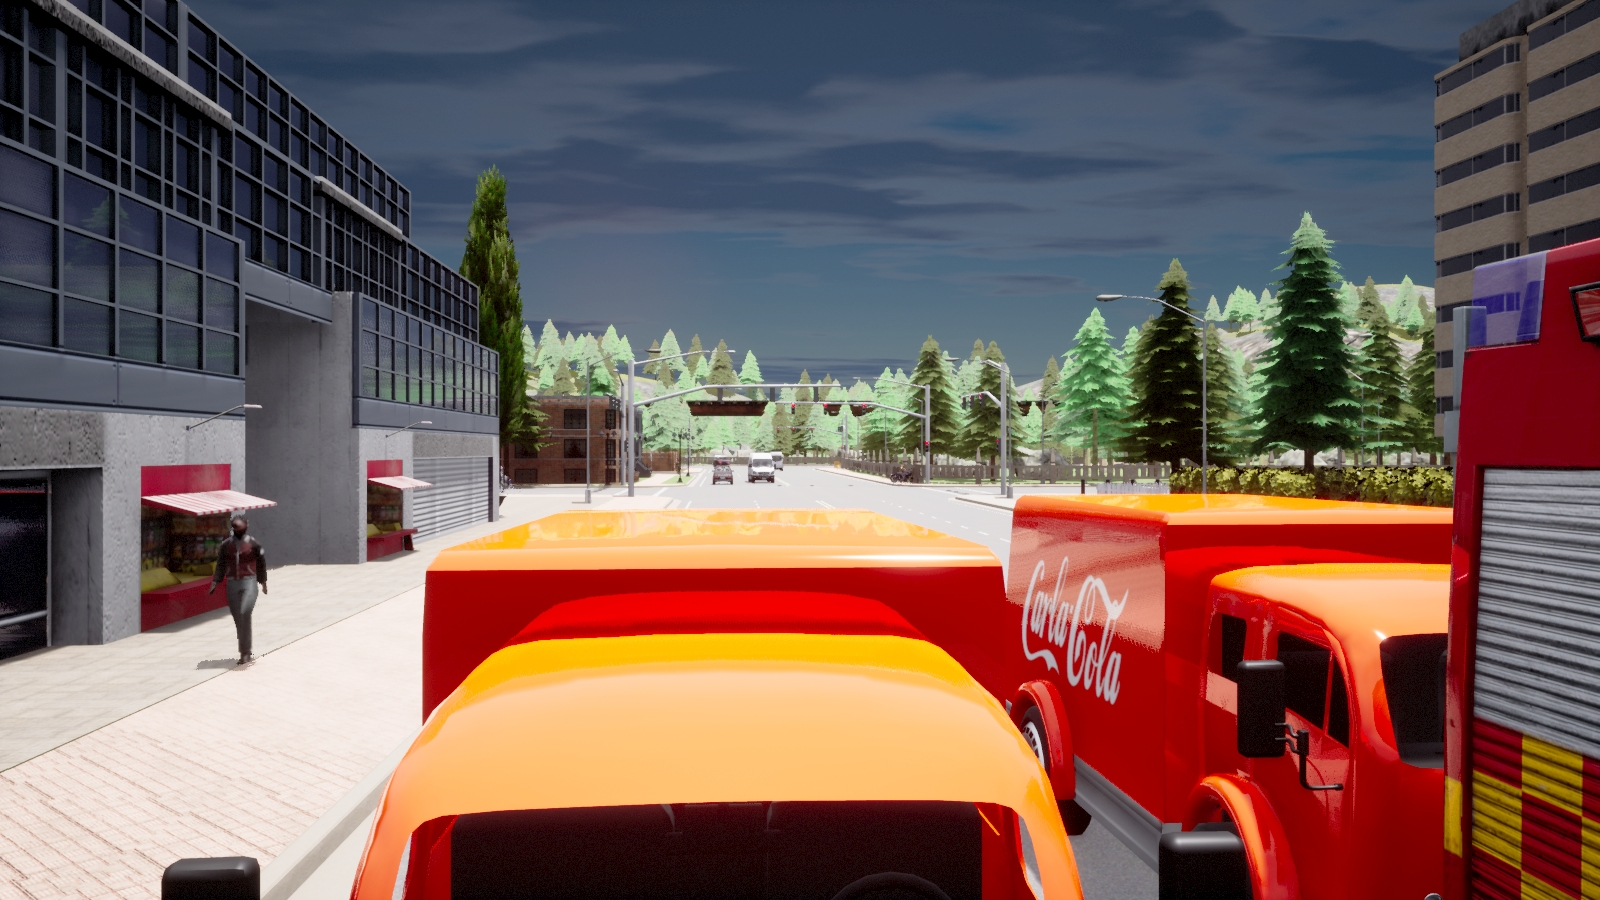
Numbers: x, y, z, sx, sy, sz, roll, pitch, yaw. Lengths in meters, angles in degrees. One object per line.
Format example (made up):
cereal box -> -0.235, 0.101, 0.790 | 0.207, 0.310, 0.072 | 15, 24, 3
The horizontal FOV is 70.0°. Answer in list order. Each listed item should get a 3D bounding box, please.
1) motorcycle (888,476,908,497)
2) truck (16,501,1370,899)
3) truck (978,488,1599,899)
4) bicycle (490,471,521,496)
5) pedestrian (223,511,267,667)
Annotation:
motorcycle -> 5.944, 2.205, 69.519 | 0.867, 1.251, 2.209 | 0, 0, -4
truck -> -0.347, 1.568, 4.821 | 2.627, 2.467, 5.204 | 0, 0, -4
truck -> 3.003, 1.568, 7.234 | 2.627, 2.467, 5.204 | 0, 0, -4
bicycle -> -18.123, 2.060, 70.324 | 1.835, 1.471, 0.329 | 0, 0, -5
pedestrian -> -6.824, 1.698, 14.057 | 0.375, 1.860, 0.375 | 0, 0, -7
